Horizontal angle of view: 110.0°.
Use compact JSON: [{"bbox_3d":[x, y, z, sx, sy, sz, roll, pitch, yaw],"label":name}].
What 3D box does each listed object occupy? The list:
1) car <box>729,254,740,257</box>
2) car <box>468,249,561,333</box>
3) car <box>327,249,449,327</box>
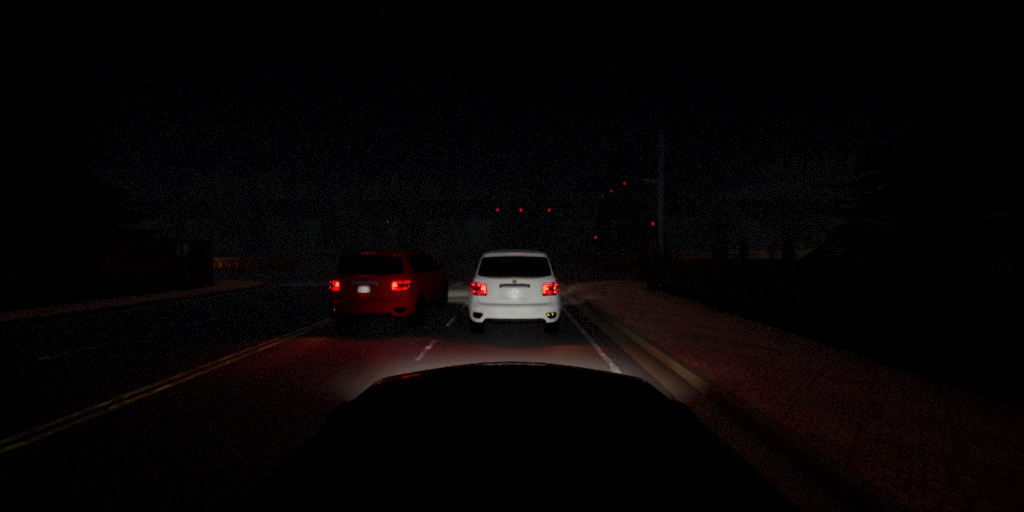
[{"bbox_3d":[29.249,0.463,48.951,4.892,1.490,1.837,0,1,0],"label":"car"},{"bbox_3d":[0.079,0.827,10.309,2.150,2.045,5.566,0,1,1],"label":"car"},{"bbox_3d":[-3.420,0.816,10.990,2.150,2.045,5.566,0,1,0],"label":"car"}]
